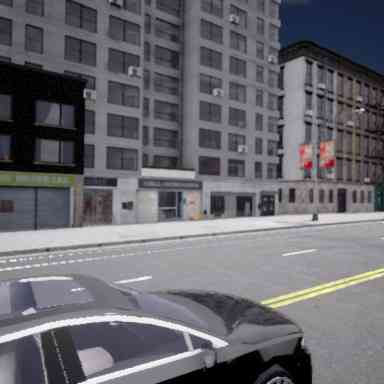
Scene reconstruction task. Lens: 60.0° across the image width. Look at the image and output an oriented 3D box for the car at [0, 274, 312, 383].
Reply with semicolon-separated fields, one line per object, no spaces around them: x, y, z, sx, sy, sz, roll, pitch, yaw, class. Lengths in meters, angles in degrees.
-1.015;1.492;2.716;4.902;1.511;2.128;0;0;-35;car
